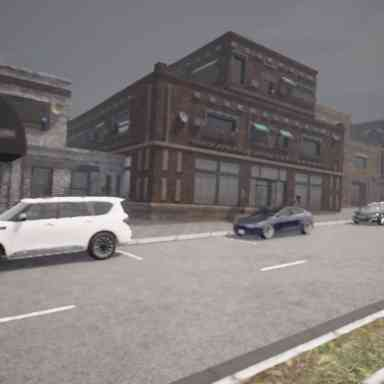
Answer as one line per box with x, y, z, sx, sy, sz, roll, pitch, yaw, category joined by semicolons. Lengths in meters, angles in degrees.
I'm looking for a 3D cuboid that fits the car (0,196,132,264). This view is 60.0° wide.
-4.679;1.173;10.606;5.566;2.045;2.435;0;0;-36;car

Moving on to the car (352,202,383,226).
13.279;1.472;23.545;4.892;1.521;2.231;0;0;-36;car

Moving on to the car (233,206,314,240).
4.280;1.477;17.067;4.792;1.488;2.163;0;0;-36;car
